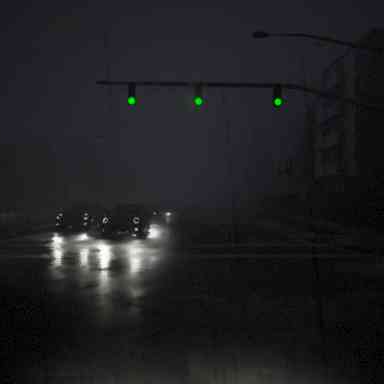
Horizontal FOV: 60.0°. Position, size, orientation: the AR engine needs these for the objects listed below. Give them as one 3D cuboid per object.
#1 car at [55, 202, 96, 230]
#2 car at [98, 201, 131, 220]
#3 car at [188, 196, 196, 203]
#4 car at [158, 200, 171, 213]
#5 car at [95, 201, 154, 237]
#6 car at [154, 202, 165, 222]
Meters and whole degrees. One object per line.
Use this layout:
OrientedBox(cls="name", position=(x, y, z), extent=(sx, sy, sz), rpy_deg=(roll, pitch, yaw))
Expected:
OrientedBox(cls="car", position=(-7.090, 1.454, 21.611), extent=(2.097, 1.767, 4.553), rpy_deg=(0, 0, 0))
OrientedBox(cls="car", position=(-7.079, 1.622, 30.832), extent=(1.882, 1.535, 5.008), rpy_deg=(0, 0, 0))
OrientedBox(cls="car", position=(0.029, 1.822, 83.083), extent=(1.812, 1.442, 4.674), rpy_deg=(0, 0, 0))
OrientedBox(cls="car", position=(-3.528, 1.716, 40.558), extent=(1.812, 1.442, 4.674), rpy_deg=(0, 0, 0))
OrientedBox(cls="car", position=(-3.592, 1.440, 18.708), extent=(2.097, 1.767, 4.553), rpy_deg=(0, 0, 0))
OrientedBox(cls="car", position=(-3.585, 1.731, 27.698), extent=(1.895, 1.301, 4.718), rpy_deg=(0, 0, 0))
